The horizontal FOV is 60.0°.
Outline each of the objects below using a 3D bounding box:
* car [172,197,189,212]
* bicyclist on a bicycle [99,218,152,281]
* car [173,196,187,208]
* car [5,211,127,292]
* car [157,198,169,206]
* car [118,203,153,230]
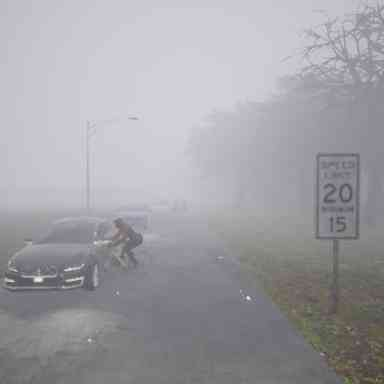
[{"bbox_3d":[-1.438,1.634,40.490,1.994,1.385,4.181,0,0,-2],"label":"car"},{"bbox_3d":[-1.774,1.468,8.605,1.656,1.620,0.582,-2,9,-30],"label":"bicyclist on a bicycle"},{"bbox_3d":[-1.830,1.464,50.422,2.097,1.767,4.553,0,0,-3],"label":"car"},{"bbox_3d":[-3.169,1.501,9.084,1.837,1.490,4.892,0,0,-2],"label":"car"},{"bbox_3d":[-5.091,1.757,58.778,1.895,1.301,4.718,0,0,-2],"label":"car"},{"bbox_3d":[-3.625,1.497,21.504,1.882,1.535,5.008,0,0,-2],"label":"car"}]
